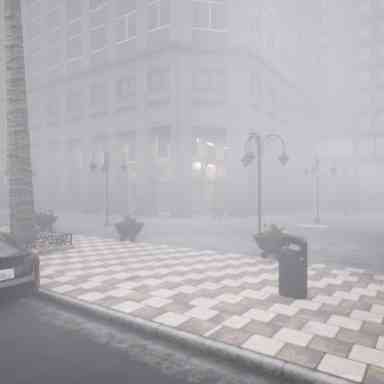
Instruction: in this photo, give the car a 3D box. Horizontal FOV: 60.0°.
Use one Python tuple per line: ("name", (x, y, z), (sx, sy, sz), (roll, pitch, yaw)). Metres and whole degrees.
("car", (-5.249, 1.513, 7.203), (4.786, 1.482, 2.161), (0, 0, 35))
